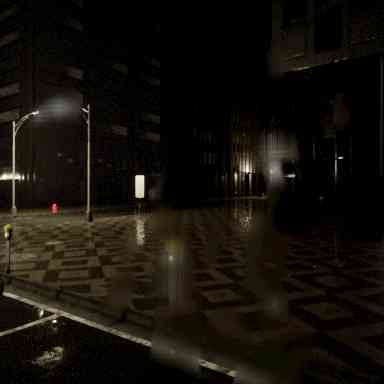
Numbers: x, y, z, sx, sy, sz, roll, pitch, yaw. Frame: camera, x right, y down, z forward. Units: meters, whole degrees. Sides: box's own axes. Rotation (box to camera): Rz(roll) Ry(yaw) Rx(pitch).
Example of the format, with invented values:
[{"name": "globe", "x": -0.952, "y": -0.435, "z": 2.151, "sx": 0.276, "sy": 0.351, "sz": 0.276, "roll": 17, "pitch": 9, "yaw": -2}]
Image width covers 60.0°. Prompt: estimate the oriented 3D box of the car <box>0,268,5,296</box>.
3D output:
[{"name": "car", "x": -5.815, "y": 1.526, "z": 7.034, "sx": 4.829, "sy": 1.417, "sz": 1.752, "roll": 0, "pitch": 0, "yaw": 35}]
